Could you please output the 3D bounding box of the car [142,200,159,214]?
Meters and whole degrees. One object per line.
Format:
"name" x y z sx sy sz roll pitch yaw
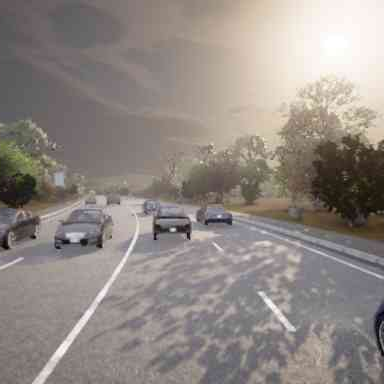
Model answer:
"car" -4.293 1.535 35.526 2.033 1.411 5.357 0 0 -12

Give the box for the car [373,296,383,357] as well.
"car" 3.459 1.516 2.687 1.812 1.442 4.674 0 0 -1

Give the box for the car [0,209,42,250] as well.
"car" -8.026 1.498 14.265 2.128 1.511 4.902 0 0 -6

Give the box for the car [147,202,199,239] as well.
"car" -1.146 1.484 17.377 2.128 1.511 4.902 0 0 -7

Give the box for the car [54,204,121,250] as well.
"car" -4.530 1.492 14.526 2.128 1.511 4.902 0 0 -6

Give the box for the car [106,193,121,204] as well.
"car" -12.915 1.208 54.655 2.150 2.045 5.566 0 0 -15

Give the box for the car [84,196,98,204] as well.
"car" -16.521 1.494 54.565 1.837 1.490 4.892 0 0 -15

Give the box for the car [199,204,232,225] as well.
"car" 1.479 1.549 23.710 1.994 1.385 4.181 0 0 -9
